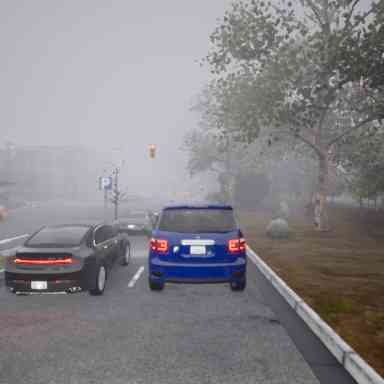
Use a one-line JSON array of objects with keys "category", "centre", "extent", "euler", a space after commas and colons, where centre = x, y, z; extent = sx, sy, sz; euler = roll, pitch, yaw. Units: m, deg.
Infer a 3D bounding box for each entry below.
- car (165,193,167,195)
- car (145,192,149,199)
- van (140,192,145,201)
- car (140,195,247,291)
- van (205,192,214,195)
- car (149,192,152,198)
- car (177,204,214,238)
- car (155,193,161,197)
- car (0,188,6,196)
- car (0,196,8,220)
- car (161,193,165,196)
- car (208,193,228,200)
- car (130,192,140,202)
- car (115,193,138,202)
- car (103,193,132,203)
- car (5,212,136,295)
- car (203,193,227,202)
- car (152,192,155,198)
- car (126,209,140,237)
[{"category": "car", "centre": [-10.433, 1.301, 92.853], "extent": [5.008, 1.535, 2.097], "euler": [-1, 0, -11]}, {"category": "car", "centre": [-12.893, 1.309, 74.893], "extent": [4.892, 1.521, 2.231], "euler": [-1, 0, -13]}, {"category": "van", "centre": [-13.126, 1.082, 71.922], "extent": [4.442, 1.987, 1.878], "euler": [-1, 0, -14]}, {"category": "car", "centre": [0.126, 1.231, 9.187], "extent": [2.150, 2.045, 5.566], "euler": [0, 0, 0]}, {"category": "van", "centre": [4.388, 1.032, 65.504], "extent": [4.442, 1.987, 1.878], "euler": [1, 0, -14]}, {"category": "car", "centre": [-12.516, 1.347, 77.887], "extent": [4.674, 1.452, 2.002], "euler": [-1, 0, -13]}, {"category": "car", "centre": [0.203, 1.528, 19.046], "extent": [1.837, 1.490, 4.892], "euler": [0, 0, 0]}, {"category": "car", "centre": [-11.314, 1.343, 86.869], "extent": [4.674, 1.452, 2.002], "euler": [-1, 0, -12]}, {"category": "car", "centre": [-31.079, 0.128, 53.834], "extent": [2.002, 1.452, 4.674], "euler": [6, -3, -19]}, {"category": "car", "centre": [-16.587, 1.400, 25.137], "extent": [4.553, 1.767, 2.185], "euler": [-1, 0, -19]}, {"category": "car", "centre": [-10.859, 1.050, 89.875], "extent": [5.566, 2.045, 2.435], "euler": [-1, 0, -12]}, {"category": "car", "centre": [6.590, 1.116, 83.170], "extent": [4.553, 1.767, 2.185], "euler": [1, 0, -12]}, {"category": "car", "centre": [-13.694, 1.305, 65.931], "extent": [5.366, 1.575, 1.946], "euler": [-1, 0, -15]}, {"category": "car", "centre": [-13.596, 1.185, 68.883], "extent": [4.553, 1.767, 2.185], "euler": [-1, 0, -14]}, {"category": "car", "centre": [-14.344, 1.348, 62.940], "extent": [4.792, 1.488, 2.163], "euler": [-1, 0, -15]}, {"category": "car", "centre": [-2.877, 1.514, 8.702], "extent": [1.837, 1.490, 4.892], "euler": [0, 0, 0]}, {"category": "car", "centre": [4.776, 1.131, 68.473], "extent": [4.553, 1.767, 2.185], "euler": [1, 0, -14]}, {"category": "car", "centre": [-12.139, 1.346, 80.888], "extent": [4.674, 1.452, 2.002], "euler": [-1, 0, -13]}, {"category": "car", "centre": [-2.816, 1.586, 17.588], "extent": [1.994, 1.385, 4.181], "euler": [0, 0, 1]}]
